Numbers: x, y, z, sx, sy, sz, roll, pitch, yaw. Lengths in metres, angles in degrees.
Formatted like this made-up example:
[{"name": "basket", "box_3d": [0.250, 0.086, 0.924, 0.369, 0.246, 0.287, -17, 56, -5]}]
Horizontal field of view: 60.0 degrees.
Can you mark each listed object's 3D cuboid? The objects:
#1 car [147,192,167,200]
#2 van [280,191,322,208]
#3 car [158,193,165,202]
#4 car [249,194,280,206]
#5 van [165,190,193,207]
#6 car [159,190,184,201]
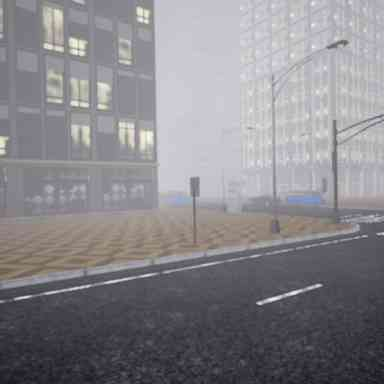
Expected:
[{"name": "car", "box_3d": [-6.731, 0.783, 63.399, 1.887, 1.381, 4.507, -1, 1, -34]}, {"name": "van", "box_3d": [11.984, 0.747, 35.938, 1.690, 1.788, 3.998, -1, 1, -34]}, {"name": "car", "box_3d": [-4.342, 0.830, 55.114, 2.128, 1.511, 4.902, -2, 1, -33]}, {"name": "car", "box_3d": [8.808, 0.925, 40.477, 1.887, 1.381, 4.507, -1, 1, -34]}, {"name": "van", "box_3d": [-1.256, 0.885, 40.351, 1.690, 1.788, 3.998, -1, 1, -34]}, {"name": "car", "box_3d": [-3.629, 0.582, 58.808, 2.192, 1.841, 5.009, -1, 1, -34]}]
